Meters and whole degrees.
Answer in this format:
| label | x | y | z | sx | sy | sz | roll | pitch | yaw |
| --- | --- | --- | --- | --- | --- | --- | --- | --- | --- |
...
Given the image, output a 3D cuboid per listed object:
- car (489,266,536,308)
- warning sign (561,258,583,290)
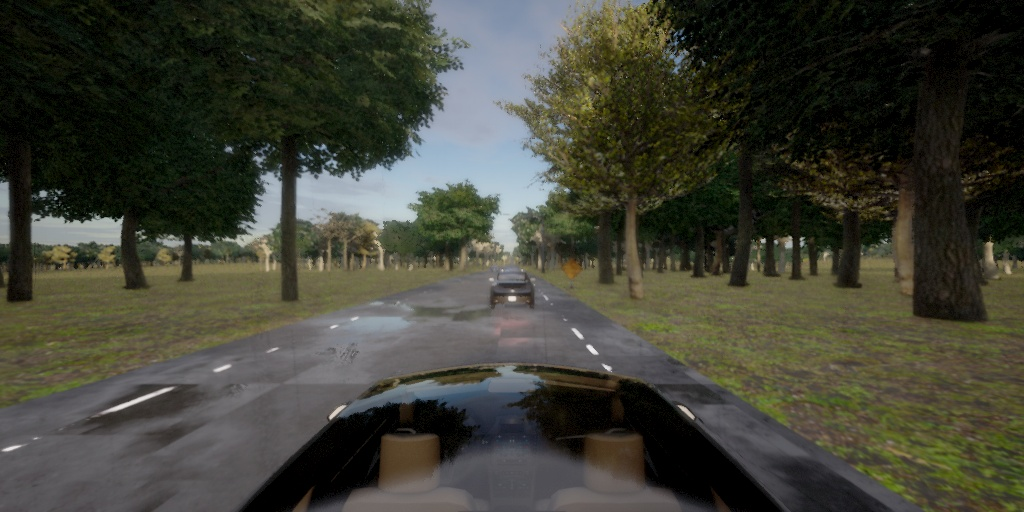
| label | x | y | z | sx | sy | sz | roll | pitch | yaw |
| --- | --- | --- | --- | --- | --- | --- | --- | --- | --- |
| car | 0.015 | 1.396 | 16.142 | 1.837 | 1.490 | 4.892 | 0 | 0 | 0 |
| warning sign | 3.565 | 1.059 | 21.400 | 1.300 | 1.860 | 1.060 | 0 | 0 | 0 |
